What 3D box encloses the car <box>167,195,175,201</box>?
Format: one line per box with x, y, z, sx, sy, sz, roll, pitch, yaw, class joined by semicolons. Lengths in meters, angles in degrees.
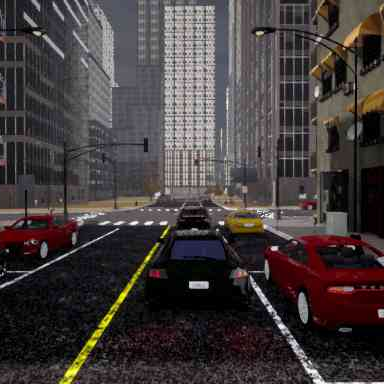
-5.612;1.544;89.209;1.887;1.381;4.507;-1;0;0;car

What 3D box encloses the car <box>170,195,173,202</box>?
-5.635;1.313;66.972;2.192;1.841;5.009;-1;0;0;car

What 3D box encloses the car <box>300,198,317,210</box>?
14.287;1.256;36.990;4.507;1.381;1.887;-1;1;0;car

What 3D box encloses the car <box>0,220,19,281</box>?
-5.693;1.439;6.852;1.967;1.590;4.097;-1;0;0;car

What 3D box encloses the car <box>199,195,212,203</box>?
2.740;1.438;61.403;1.967;1.590;4.097;-1;0;0;car

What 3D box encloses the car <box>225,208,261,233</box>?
2.699;1.523;18.047;1.752;1.417;4.829;-1;0;0;car

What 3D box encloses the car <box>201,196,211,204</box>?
2.747;1.523;67.132;1.752;1.417;4.829;-1;0;0;car

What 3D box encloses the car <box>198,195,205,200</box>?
2.774;1.582;94.760;1.802;1.307;4.206;-1;0;0;car

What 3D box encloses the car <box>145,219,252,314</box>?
0.111;1.563;7.714;1.994;1.385;4.181;0;0;0;car

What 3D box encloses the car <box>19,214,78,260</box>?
-5.687;1.543;12.376;1.887;1.381;4.507;-1;0;0;car

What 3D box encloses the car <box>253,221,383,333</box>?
2.689;1.544;6.830;1.887;1.381;4.507;-1;0;0;car

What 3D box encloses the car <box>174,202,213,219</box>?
0.094;1.503;17.698;1.837;1.490;4.892;0;0;-1;car

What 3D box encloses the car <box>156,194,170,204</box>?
-5.639;1.542;61.412;1.887;1.381;4.507;-1;0;0;car
